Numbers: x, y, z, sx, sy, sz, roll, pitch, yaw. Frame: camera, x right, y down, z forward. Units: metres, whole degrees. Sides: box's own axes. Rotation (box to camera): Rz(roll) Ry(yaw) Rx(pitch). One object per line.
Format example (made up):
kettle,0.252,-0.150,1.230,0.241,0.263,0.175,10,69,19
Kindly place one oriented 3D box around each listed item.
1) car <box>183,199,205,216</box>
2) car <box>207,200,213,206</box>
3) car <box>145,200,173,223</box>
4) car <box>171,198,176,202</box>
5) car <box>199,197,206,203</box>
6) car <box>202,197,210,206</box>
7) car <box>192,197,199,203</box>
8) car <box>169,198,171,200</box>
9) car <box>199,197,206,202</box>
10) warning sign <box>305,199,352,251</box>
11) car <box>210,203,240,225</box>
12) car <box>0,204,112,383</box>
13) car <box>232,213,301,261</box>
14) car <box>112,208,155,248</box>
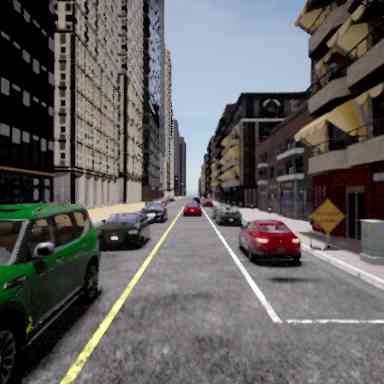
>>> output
car,0.059,1.797,35.435,1.994,1.385,4.181,0,0,0
car,2.737,1.753,30.910,2.008,1.369,4.403,0,0,0
car,-3.037,1.670,27.497,2.128,1.511,4.902,0,0,1
car,-5.548,2.213,93.055,1.947,1.339,4.313,0,0,0
car,2.824,2.132,87.564,1.752,1.417,4.829,0,0,0
car,2.780,1.981,59.152,1.802,1.307,4.206,0,0,0
car,0.952,2.150,92.460,1.837,1.490,4.892,0,0,0
car,-5.591,1.983,64.814,1.887,1.381,4.507,0,0,0
car,2.833,2.215,93.043,1.947,1.339,4.313,0,0,0
warning sign,5.082,1.194,12.459,1.300,1.860,1.060,0,0,0
car,2.728,1.715,25.262,2.008,1.369,4.403,0,0,0
car,-3.094,1.252,5.308,2.150,2.045,5.566,0,0,0
car,2.758,1.660,12.345,1.802,1.307,4.206,0,0,0
car,-3.074,1.660,15.192,1.994,1.385,4.181,0,0,0
